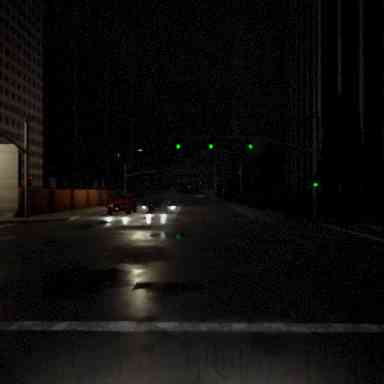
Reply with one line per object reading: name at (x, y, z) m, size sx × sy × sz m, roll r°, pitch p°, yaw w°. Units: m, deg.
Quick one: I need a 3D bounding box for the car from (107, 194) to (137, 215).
car at (-7.100, 1.213, 34.271) m, size 2.150 × 2.045 × 5.566 m, roll 0°, pitch 1°, yaw 1°

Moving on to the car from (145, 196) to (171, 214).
car at (-3.599, 1.502, 35.994) m, size 1.837 × 1.490 × 4.892 m, roll 0°, pitch 0°, yaw 0°

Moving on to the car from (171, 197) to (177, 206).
car at (-3.552, 1.489, 54.265) m, size 2.128 × 1.511 × 4.902 m, roll 0°, pitch 0°, yaw 0°

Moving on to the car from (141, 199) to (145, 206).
car at (-7.049, 1.561, 54.593) m, size 1.994 × 1.385 × 4.181 m, roll 0°, pitch 0°, yaw 0°
